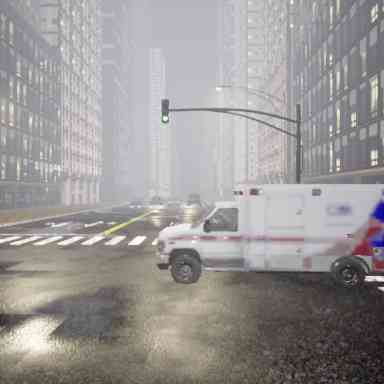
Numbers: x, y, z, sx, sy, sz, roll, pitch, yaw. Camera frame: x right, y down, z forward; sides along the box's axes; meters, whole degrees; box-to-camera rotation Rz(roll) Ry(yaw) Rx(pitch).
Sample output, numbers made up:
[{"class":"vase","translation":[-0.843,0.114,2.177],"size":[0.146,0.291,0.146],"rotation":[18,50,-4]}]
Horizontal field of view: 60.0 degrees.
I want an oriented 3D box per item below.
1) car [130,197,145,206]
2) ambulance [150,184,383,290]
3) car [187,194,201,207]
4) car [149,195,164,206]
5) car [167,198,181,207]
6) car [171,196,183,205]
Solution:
[{"class":"car","translation":[-9.342,1.633,57.702],"size":[2.033,1.411,5.357],"rotation":[0,0,0]},{"class":"ambulance","translation":[2.297,1.032,8.763],"size":[6.366,2.431,2.351],"rotation":[0,0,3]},{"class":"car","translation":[0.379,1.295,53.496],"size":[2.150,2.045,5.566],"rotation":[0,0,0]},{"class":"car","translation":[-6.092,1.438,57.709],"size":[2.097,1.767,4.553],"rotation":[0,0,0]},{"class":"car","translation":[-2.871,1.674,53.517],"size":[1.895,1.301,4.718],"rotation":[0,0,0]},{"class":"car","translation":[-2.800,1.598,63.489],"size":[2.128,1.511,4.902],"rotation":[0,0,0]}]
